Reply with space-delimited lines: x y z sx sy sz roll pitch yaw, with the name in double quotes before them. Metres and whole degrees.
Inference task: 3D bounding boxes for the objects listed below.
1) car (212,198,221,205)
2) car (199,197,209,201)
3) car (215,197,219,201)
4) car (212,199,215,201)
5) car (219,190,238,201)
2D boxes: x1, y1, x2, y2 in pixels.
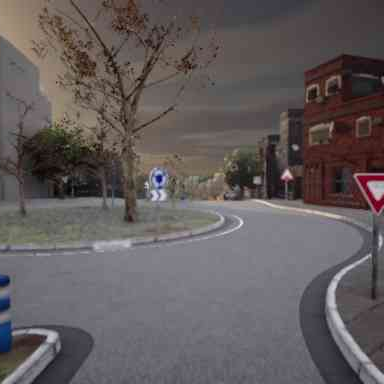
"car" 5.989 2.376 81.093 1.812 1.442 4.674 0 -3 1
"car" 2.437 1.778 67.287 1.837 1.490 4.892 0 -3 2
"car" 5.463 1.266 58.227 1.882 1.535 5.008 0 -3 1
"car" 5.748 1.923 70.614 1.882 1.535 5.008 0 -3 1
"car" 5.186 0.572 45.211 2.128 1.511 4.902 0 -3 2
